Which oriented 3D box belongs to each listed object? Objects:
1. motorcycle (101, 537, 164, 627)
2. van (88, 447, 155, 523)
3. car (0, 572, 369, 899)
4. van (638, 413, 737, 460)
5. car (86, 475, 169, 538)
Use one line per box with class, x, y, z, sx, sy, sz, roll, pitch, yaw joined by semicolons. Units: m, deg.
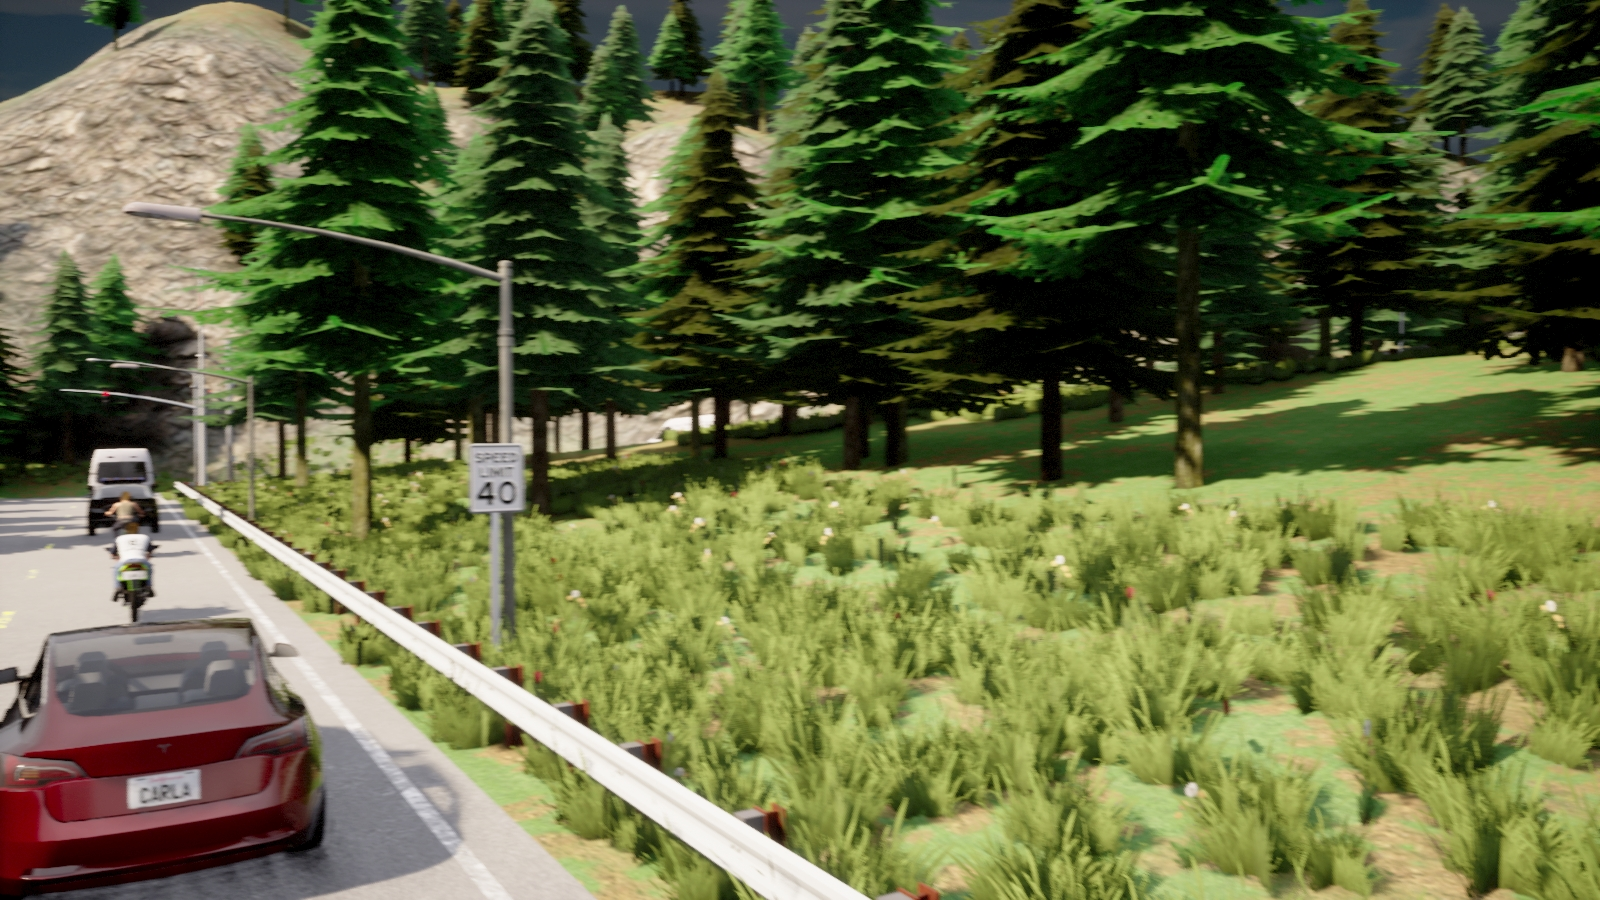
motorcycle;-10.625;2.060;18.171;0.803;1.145;2.033;-1;1;-31
van;-25.054;1.202;42.184;1.988;2.561;5.915;-1;1;-31
car;-4.857;1.979;8.665;2.163;1.488;4.792;-1;1;-31
van;-7.298;-0.867;74.383;5.915;2.561;1.988;-5;0;16
car;-21.128;1.696;35.893;2.097;1.638;5.238;-1;1;-31
